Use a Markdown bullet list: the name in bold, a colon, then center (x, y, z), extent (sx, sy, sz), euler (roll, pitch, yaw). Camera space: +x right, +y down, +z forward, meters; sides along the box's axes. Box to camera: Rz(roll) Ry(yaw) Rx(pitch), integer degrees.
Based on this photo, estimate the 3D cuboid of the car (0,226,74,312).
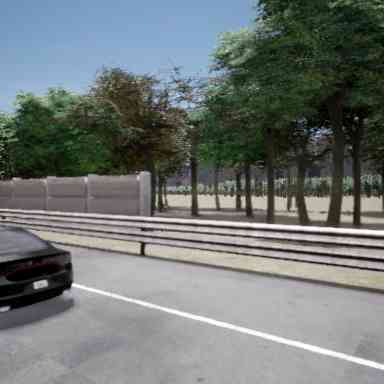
- **car**: center (-4.696, 1.490, 7.339), extent (5.008, 1.535, 1.882), euler (0, 0, 36)
